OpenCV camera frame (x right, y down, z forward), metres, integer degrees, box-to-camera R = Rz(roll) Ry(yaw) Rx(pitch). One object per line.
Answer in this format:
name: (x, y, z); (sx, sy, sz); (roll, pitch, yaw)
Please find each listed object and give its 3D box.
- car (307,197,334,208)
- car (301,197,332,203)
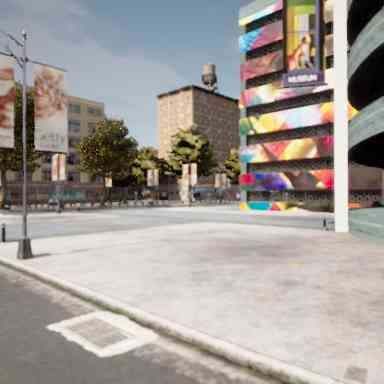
car: (19.784, 1.574, 51.031); (2.161, 1.482, 4.786); (-1, 0, 43)
car: (14.375, 1.448, 39.348); (2.002, 1.452, 4.674); (-1, 0, 43)
